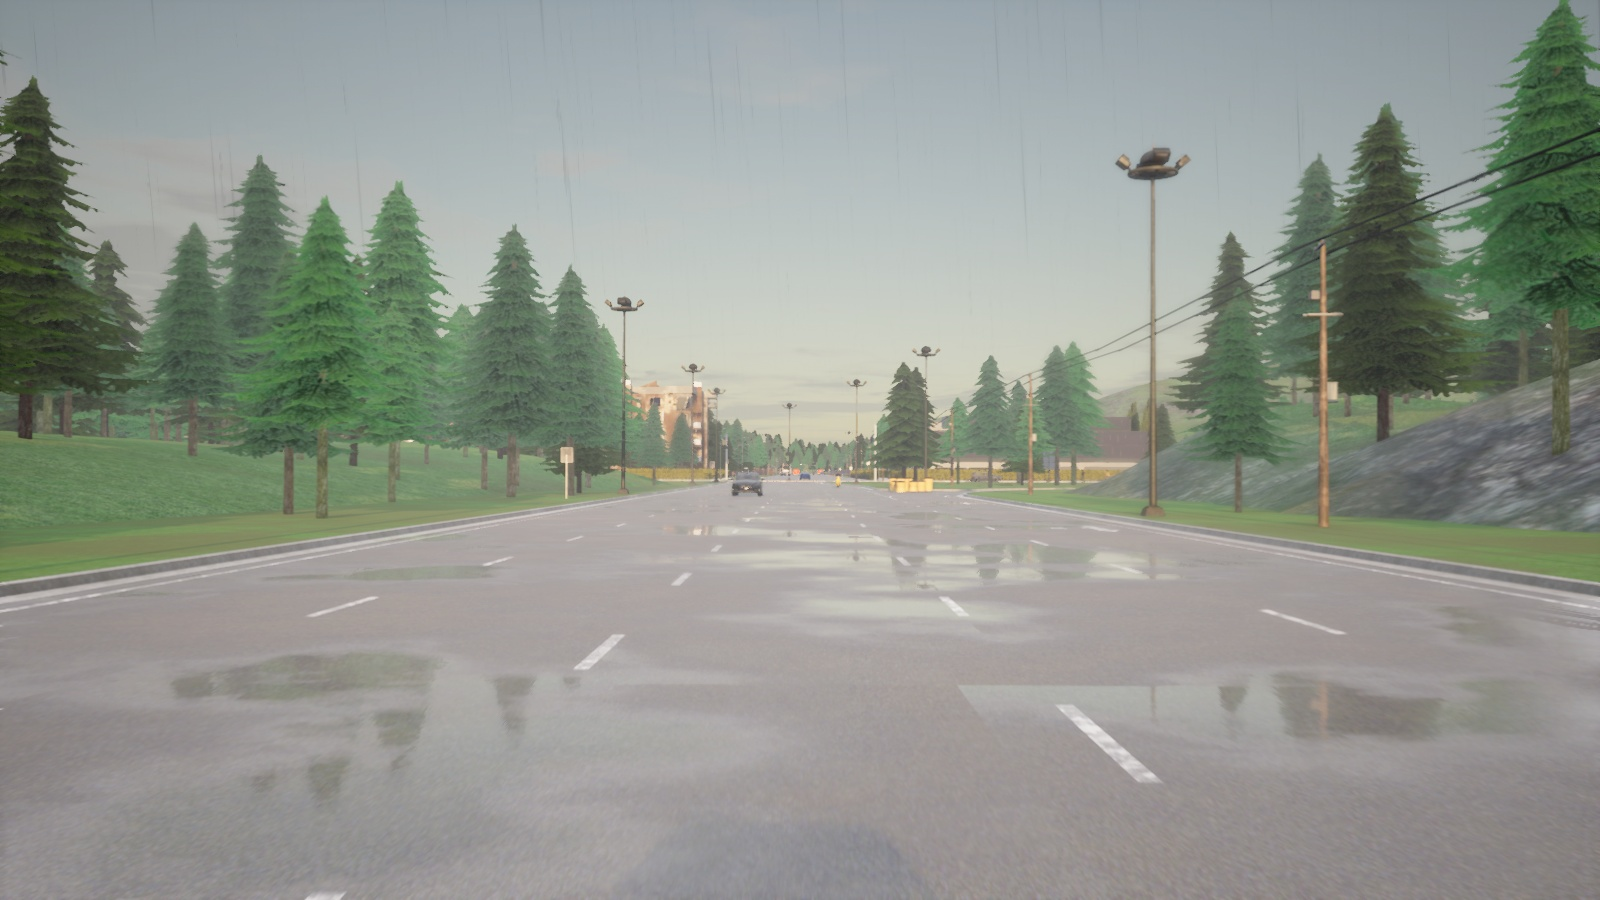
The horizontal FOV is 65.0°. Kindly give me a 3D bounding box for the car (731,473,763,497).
[{"bbox_3d":[-3.304,2.183,79.295,1.837,1.490,4.892,0,-1,0],"label":"car"}]
